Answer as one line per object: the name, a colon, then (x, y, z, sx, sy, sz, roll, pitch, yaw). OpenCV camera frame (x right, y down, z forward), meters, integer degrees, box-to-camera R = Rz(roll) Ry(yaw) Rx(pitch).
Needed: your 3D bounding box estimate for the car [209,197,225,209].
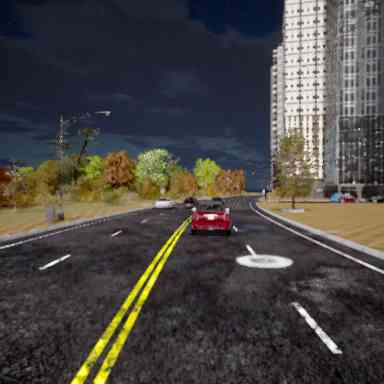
car: (3.430, 1.446, 44.981, 1.882, 1.535, 5.008, 0, 0, 7)

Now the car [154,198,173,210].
car: (-3.559, 1.458, 42.783, 1.812, 1.442, 4.674, 0, 0, 7)

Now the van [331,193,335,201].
van: (33.867, 1.205, 75.799, 3.998, 1.788, 1.690, 0, 1, 13)

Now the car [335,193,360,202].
car: (31.840, 1.338, 67.418, 4.097, 1.590, 1.967, 0, 1, 13)

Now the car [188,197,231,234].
car: (1.082, 1.336, 19.112, 2.097, 1.767, 4.553, 0, 0, 3)

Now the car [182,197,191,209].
car: (-0.165, 1.457, 43.794, 1.837, 1.490, 4.892, 0, 0, 7)

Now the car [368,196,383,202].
car: (37.385, 1.450, 66.149, 4.313, 1.339, 1.947, 0, 1, 13)
